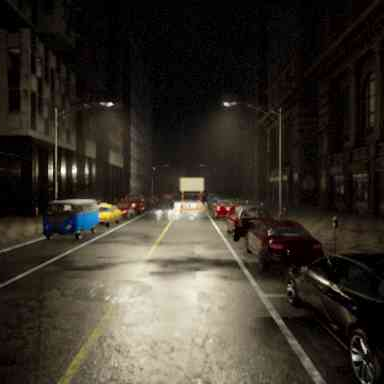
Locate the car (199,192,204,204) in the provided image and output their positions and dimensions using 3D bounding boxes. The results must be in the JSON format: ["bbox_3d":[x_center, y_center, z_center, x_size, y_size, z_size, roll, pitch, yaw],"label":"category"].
[{"bbox_3d":[2.745,1.089,55.397,2.192,1.841,5.009,0,0,0],"label":"car"}]

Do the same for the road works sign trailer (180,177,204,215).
[{"bbox_3d":[-0.008,0.328,32.429,2.380,3.560,2.880,0,0,0],"label":"road works sign trailer"}]

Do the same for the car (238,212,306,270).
[{"bbox_3d":[2.758,1.536,10.586,1.802,1.307,4.206,0,0,0],"label":"car"}]

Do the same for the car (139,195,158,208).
[{"bbox_3d":[-5.776,1.257,44.179,1.967,1.590,4.097,0,0,0],"label":"car"}]

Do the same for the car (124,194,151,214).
[{"bbox_3d":[-5.774,1.177,32.975,2.192,1.841,5.009,0,0,0],"label":"car"}]

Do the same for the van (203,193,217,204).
[{"bbox_3d":[2.748,1.158,44.195,1.690,1.788,3.998,0,0,0],"label":"van"}]

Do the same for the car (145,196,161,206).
[{"bbox_3d":[-5.777,1.346,49.782,2.008,1.369,4.403,0,0,0],"label":"car"}]

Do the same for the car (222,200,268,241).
[{"bbox_3d":[2.756,1.371,16.186,1.967,1.590,4.097,0,0,0],"label":"car"}]

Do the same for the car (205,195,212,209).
[{"bbox_3d":[2.750,1.364,38.764,1.752,1.417,4.829,0,0,0],"label":"car"}]

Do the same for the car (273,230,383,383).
[{"bbox_3d":[2.759,1.544,4.984,1.947,1.339,4.313,0,0,0],"label":"car"}]

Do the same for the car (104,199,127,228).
[{"bbox_3d":[-5.770,1.434,21.601,1.752,1.417,4.829,0,0,0],"label":"car"}]

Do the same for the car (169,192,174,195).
[{"bbox_3d":[-5.785,1.240,77.792,1.887,1.381,4.507,0,0,0],"label":"car"}]

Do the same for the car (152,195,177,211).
[{"bbox_3d":[-3.103,1.403,38.517,1.994,1.385,4.181,0,0,0],"label":"car"}]

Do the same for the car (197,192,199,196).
[{"bbox_3d":[2.743,1.049,66.601,2.192,1.841,5.009,0,0,0],"label":"car"}]

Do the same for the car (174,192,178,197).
[{"bbox_3d":[-5.789,1.078,94.598,1.967,1.590,4.097,0,0,0],"label":"car"}]

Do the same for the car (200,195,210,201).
[{"bbox_3d":[2.742,1.281,72.204,1.947,1.339,4.313,0,0,0],"label":"car"}]

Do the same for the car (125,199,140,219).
[{"bbox_3d":[-5.771,1.467,27.373,1.802,1.307,4.206,0,0,0],"label":"car"}]

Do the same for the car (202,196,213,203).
[{"bbox_3d":[2.745,1.336,61.001,1.802,1.307,4.206,0,0,0],"label":"car"}]

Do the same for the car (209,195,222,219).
[{"bbox_3d":[2.753,1.325,27.389,1.967,1.590,4.097,0,0,0],"label":"car"}]

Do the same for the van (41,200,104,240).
[{"bbox_3d":[-5.769,1.272,16.168,1.690,1.788,3.998,0,0,0],"label":"van"}]

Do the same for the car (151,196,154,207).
[{"bbox_3d":[-5.774,1.421,38.578,1.802,1.307,4.206,0,0,0],"label":"car"}]
